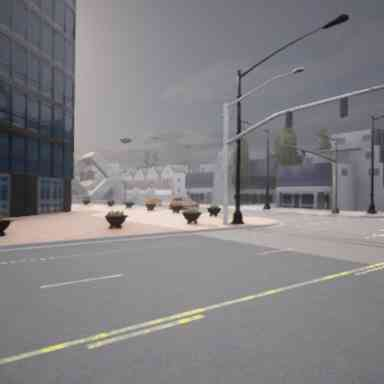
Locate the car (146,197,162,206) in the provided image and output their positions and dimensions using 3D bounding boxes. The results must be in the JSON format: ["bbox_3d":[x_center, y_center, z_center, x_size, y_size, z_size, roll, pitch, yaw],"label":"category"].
[{"bbox_3d":[-6.645,1.596,57.746,1.882,1.535,5.008,1,0,-22],"label":"car"}]

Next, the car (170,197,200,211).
[{"bbox_3d":[-0.926,1.414,41.871,2.097,1.767,4.553,1,0,-35],"label":"car"}]
